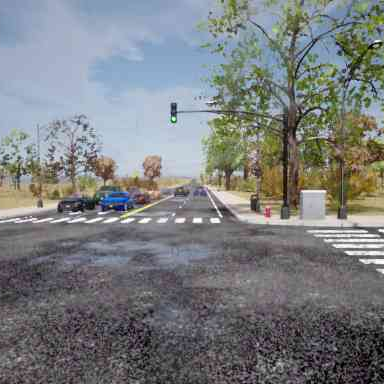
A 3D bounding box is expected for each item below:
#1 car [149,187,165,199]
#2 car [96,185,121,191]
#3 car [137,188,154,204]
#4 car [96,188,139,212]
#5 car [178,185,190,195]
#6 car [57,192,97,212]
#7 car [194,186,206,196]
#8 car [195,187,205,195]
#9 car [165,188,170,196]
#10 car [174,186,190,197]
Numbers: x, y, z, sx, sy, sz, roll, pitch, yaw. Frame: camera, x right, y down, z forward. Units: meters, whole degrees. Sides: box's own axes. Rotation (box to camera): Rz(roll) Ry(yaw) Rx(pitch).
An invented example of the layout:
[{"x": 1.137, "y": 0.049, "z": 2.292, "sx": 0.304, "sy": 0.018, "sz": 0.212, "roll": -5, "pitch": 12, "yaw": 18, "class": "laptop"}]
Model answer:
[{"x": -5.526, "y": 0.106, "z": 46.843, "sx": 2.097, "sy": 1.767, "sz": 4.553, "roll": 0, "pitch": 2, "yaw": 2, "class": "car"}, {"x": -9.099, "y": 0.268, "z": 36.659, "sx": 2.150, "sy": 2.045, "sz": 5.566, "roll": 0, "pitch": 2, "yaw": 2, "class": "car"}, {"x": -5.828, "y": 0.583, "z": 36.955, "sx": 1.994, "sy": 1.385, "sz": 4.181, "roll": 0, "pitch": 2, "yaw": 3, "class": "car"}, {"x": -6.116, "y": 0.735, "z": 27.978, "sx": 1.882, "sy": 1.535, "sz": 5.008, "roll": 0, "pitch": 2, "yaw": 2, "class": "car"}, {"x": -1.571, "y": -0.457, "z": 66.797, "sx": 2.097, "sy": 1.767, "sz": 4.553, "roll": 0, "pitch": 2, "yaw": 2, "class": "car"}, {"x": -9.386, "y": 0.858, "z": 27.325, "sx": 1.994, "sy": 1.385, "sz": 4.181, "roll": 0, "pitch": 2, "yaw": 2, "class": "car"}, {"x": 1.365, "y": -0.199, "z": 56.635, "sx": 2.097, "sy": 1.767, "sz": 4.553, "roll": 0, "pitch": 2, "yaw": 2, "class": "car"}, {"x": 1.680, "y": -0.263, "z": 66.732, "sx": 1.994, "sy": 1.385, "sz": 4.181, "roll": 0, "pitch": 2, "yaw": 2, "class": "car"}, {"x": -5.017, "y": -0.081, "z": 60.946, "sx": 2.033, "sy": 1.411, "sz": 5.357, "roll": 0, "pitch": 2, "yaw": 2, "class": "car"}, {"x": -1.882, "y": -0.183, "z": 56.770, "sx": 2.097, "sy": 1.767, "sz": 4.553, "roll": 0, "pitch": 2, "yaw": 2, "class": "car"}]
